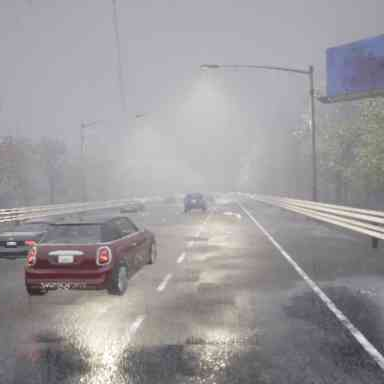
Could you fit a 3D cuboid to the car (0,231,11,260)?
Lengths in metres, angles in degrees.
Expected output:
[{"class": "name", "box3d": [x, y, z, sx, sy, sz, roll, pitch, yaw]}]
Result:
[{"class": "car", "box3d": [-5.462, 1.674, 13.064, 2.033, 1.411, 5.357, -2, 0, 6]}]

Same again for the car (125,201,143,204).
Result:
[{"class": "car", "box3d": [-6.463, 1.658, 36.777, 1.994, 1.385, 4.181, -2, 0, 6]}]

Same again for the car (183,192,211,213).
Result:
[{"class": "car", "box3d": [0.477, 1.107, 35.974, 2.150, 2.045, 5.566, -2, 0, 6]}]

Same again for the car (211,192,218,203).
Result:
[{"class": "car", "box3d": [3.029, 1.133, 60.014, 2.097, 1.767, 4.553, -2, 0, 6]}]

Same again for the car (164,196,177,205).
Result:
[{"class": "car", "box3d": [-3.903, 1.496, 60.943, 1.837, 1.490, 4.892, -2, 0, 6]}]

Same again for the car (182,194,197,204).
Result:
[{"class": "car", "box3d": [-0.446, 1.237, 60.447, 2.097, 1.767, 4.553, -2, 0, 6]}]

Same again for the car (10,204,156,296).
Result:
[{"class": "car", "box3d": [-2.386, 1.397, 9.010, 2.097, 1.767, 4.553, -2, 0, 6]}]

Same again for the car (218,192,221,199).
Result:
[{"class": "car", "box3d": [6.182, 1.207, 89.670, 1.812, 1.442, 4.674, -2, 0, 6]}]
